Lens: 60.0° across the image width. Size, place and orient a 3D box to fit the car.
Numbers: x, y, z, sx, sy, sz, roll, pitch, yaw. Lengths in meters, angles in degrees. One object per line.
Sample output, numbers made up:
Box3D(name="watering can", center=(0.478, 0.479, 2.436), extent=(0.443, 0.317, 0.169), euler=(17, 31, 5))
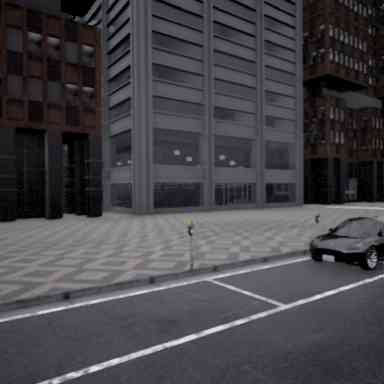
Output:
Box3D(name="car", center=(5.629, 1.484, 10.661), extent=(4.313, 1.339, 1.947), euler=(-1, 0, -35))
